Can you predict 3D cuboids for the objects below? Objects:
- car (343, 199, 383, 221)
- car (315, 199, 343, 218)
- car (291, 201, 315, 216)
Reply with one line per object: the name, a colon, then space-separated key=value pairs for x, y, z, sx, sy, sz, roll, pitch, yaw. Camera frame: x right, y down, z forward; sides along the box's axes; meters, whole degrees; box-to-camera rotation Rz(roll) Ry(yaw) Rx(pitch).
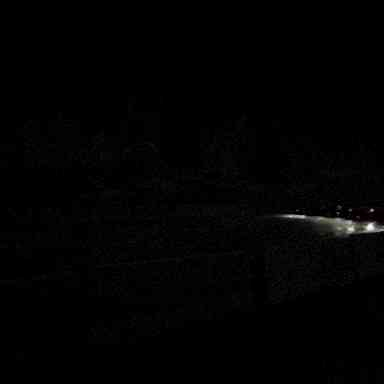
car: x=14.944 y=1.415 z=27.537 sx=4.553 sy=1.767 sz=2.097 roll=0 pitch=0 yaw=-35
car: x=14.096 y=1.413 z=31.230 sx=4.553 sy=1.767 sz=2.097 roll=0 pitch=0 yaw=-35
car: x=12.055 y=1.624 z=34.072 sx=4.181 sy=1.385 sz=1.994 roll=0 pitch=0 yaw=-35
